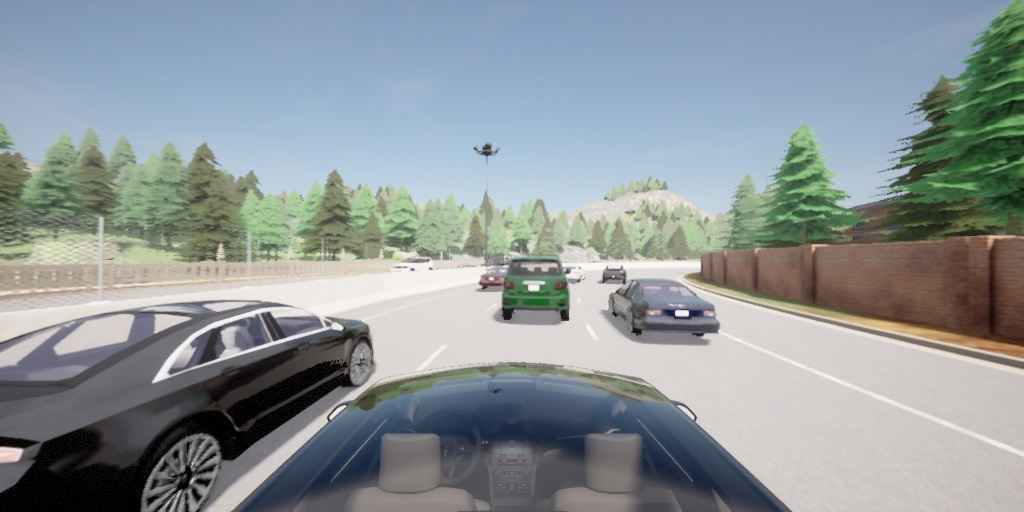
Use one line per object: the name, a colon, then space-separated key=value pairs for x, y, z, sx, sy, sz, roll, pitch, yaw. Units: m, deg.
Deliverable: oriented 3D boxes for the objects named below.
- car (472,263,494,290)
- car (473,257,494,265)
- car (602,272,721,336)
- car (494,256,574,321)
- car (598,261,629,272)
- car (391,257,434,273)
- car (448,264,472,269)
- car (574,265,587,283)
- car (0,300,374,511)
car: x=-0.605 y=1.419 z=23.672 sx=2.033 sy=1.411 sz=5.357 roll=0 pitch=0 yaw=14
car: x=-2.001 y=1.186 z=41.859 sx=2.150 sy=2.045 sz=5.566 roll=0 pitch=0 yaw=24
car: x=4.164 y=1.371 z=10.686 sx=2.033 sy=1.411 sz=5.357 roll=0 pitch=0 yaw=6
car: x=0.978 y=1.041 z=13.128 sx=2.150 sy=2.045 sz=5.566 roll=0 pitch=0 yaw=7
car: x=8.802 y=1.452 z=30.558 sx=2.128 sy=1.511 sz=4.902 roll=0 pitch=0 yaw=19
car: x=-10.684 y=1.124 z=38.965 sx=2.150 sy=2.045 sz=5.566 roll=0 pitch=0 yaw=21
car: x=-5.599 y=1.551 z=42.320 sx=1.895 sy=1.301 sz=4.718 roll=0 pitch=0 yaw=23
car: x=5.202 y=1.469 z=30.884 sx=1.812 sy=1.442 sz=4.674 roll=0 pitch=0 yaw=19
car: x=-3.238 y=1.237 z=4.033 sx=2.128 sy=1.511 sz=4.902 roll=0 pitch=0 yaw=2
